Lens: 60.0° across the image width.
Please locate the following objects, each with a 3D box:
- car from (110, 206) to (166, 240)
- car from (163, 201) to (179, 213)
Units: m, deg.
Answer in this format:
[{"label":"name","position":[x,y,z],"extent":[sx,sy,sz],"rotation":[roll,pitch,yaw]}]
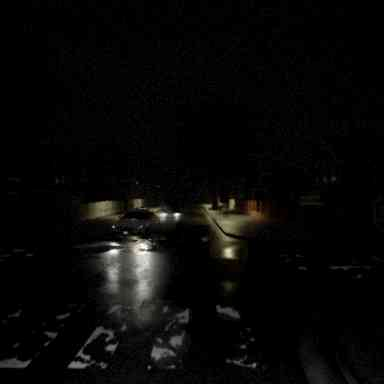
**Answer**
[{"label":"car","position":[-2.946,1.717,18.446],"extent":[1.812,1.442,4.674],"rotation":[0,0,7]},{"label":"car","position":[-2.699,1.900,43.241],"extent":[1.882,1.535,5.008],"rotation":[0,0,0]}]
